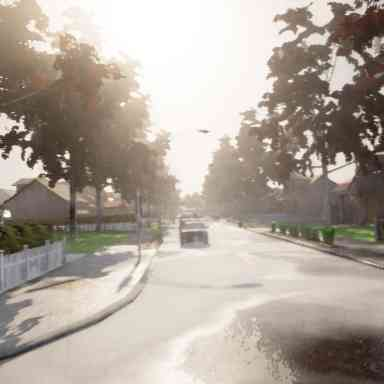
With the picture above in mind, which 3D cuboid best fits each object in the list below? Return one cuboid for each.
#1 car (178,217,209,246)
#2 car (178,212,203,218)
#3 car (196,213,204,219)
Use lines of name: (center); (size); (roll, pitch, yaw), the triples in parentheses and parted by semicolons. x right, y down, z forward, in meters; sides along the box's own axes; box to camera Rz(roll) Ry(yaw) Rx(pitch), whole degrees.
car: (0.121, 2.811, 23.504); (1.882, 1.535, 5.008); (-2, -3, -2)
car: (-0.292, 3.346, 37.375); (2.150, 2.045, 5.566); (-2, -3, -2)
car: (2.126, 6.780, 94.613); (1.994, 1.385, 4.181); (-2, -3, -2)
